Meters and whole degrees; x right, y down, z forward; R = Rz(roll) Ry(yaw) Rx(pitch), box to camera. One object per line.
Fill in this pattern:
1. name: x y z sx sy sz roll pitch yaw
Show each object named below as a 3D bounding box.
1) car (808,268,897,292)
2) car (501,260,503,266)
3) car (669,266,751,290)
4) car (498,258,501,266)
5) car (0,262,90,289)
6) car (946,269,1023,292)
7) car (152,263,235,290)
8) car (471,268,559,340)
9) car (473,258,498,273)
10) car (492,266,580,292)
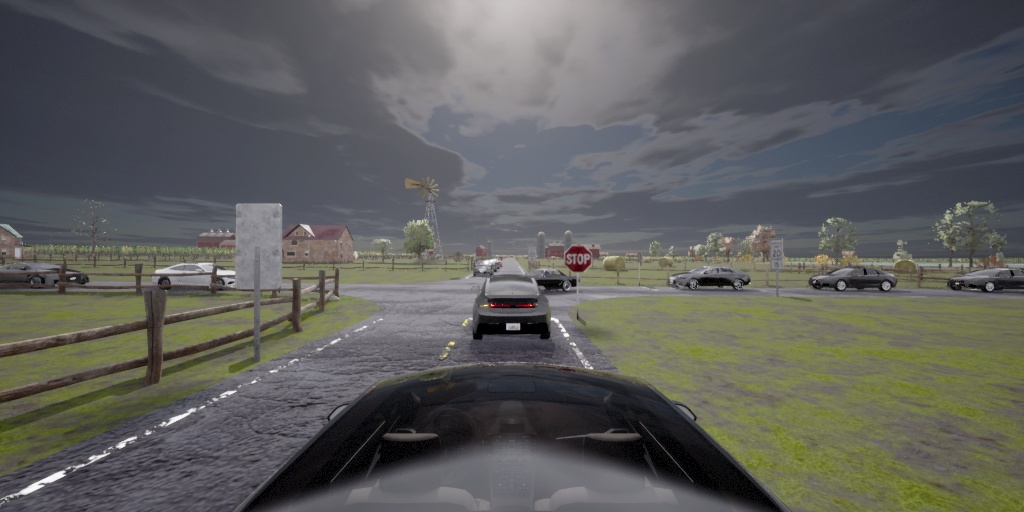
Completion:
1. car: 22.199 1.499 23.485 4.892 1.490 1.837 1 -1 -1
2. car: -2.823 1.240 55.712 2.128 1.511 4.902 0 0 0
3. car: 12.797 1.396 23.313 4.902 1.511 2.128 1 -1 -2
4. car: -2.854 1.241 46.170 2.128 1.511 4.902 0 0 0
5. car: -26.364 1.048 19.872 4.181 1.385 1.994 1 -1 -1
6. car: 31.702 1.586 23.606 4.892 1.490 1.837 1 -1 -1
7. car: -17.244 1.104 19.994 4.674 1.442 1.812 1 -1 -1
8. car: -0.074 1.256 10.038 1.837 1.490 4.892 0 0 -2
9. car: -2.861 1.243 36.725 2.128 1.511 4.902 0 0 0
10. car: 1.499 1.369 20.084 4.718 1.301 1.895 1 0 -35
